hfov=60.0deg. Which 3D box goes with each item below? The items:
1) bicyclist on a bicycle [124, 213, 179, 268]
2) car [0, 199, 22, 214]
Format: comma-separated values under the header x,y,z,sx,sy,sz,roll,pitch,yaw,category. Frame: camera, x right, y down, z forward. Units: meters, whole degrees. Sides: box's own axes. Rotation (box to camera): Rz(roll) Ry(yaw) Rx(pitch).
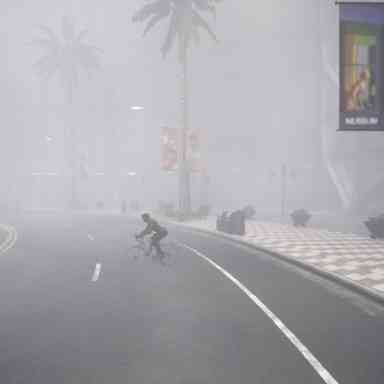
x,y,z,sx,sy,sz,roll,pitch,yaw,category
-1.201,1.454,9.928,1.656,1.620,0.582,-2,0,-12,bicyclist on a bicycle
-20.329,1.491,35.751,4.902,1.511,2.128,0,0,33,car
